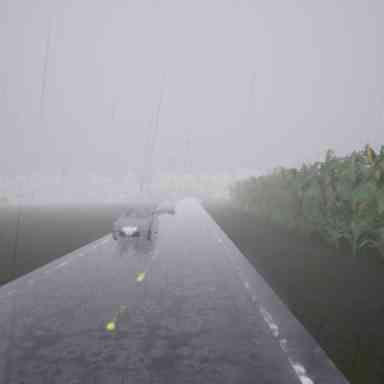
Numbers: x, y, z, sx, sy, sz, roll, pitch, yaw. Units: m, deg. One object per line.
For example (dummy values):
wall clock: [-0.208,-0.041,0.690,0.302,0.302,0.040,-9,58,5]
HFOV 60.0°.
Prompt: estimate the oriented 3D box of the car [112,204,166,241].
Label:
car: [-2.791,1.595,17.355,2.128,1.511,4.902,0,0,1]

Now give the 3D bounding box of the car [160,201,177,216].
car: [-2.754,1.747,36.264,1.812,1.442,4.674,0,-1,0]
